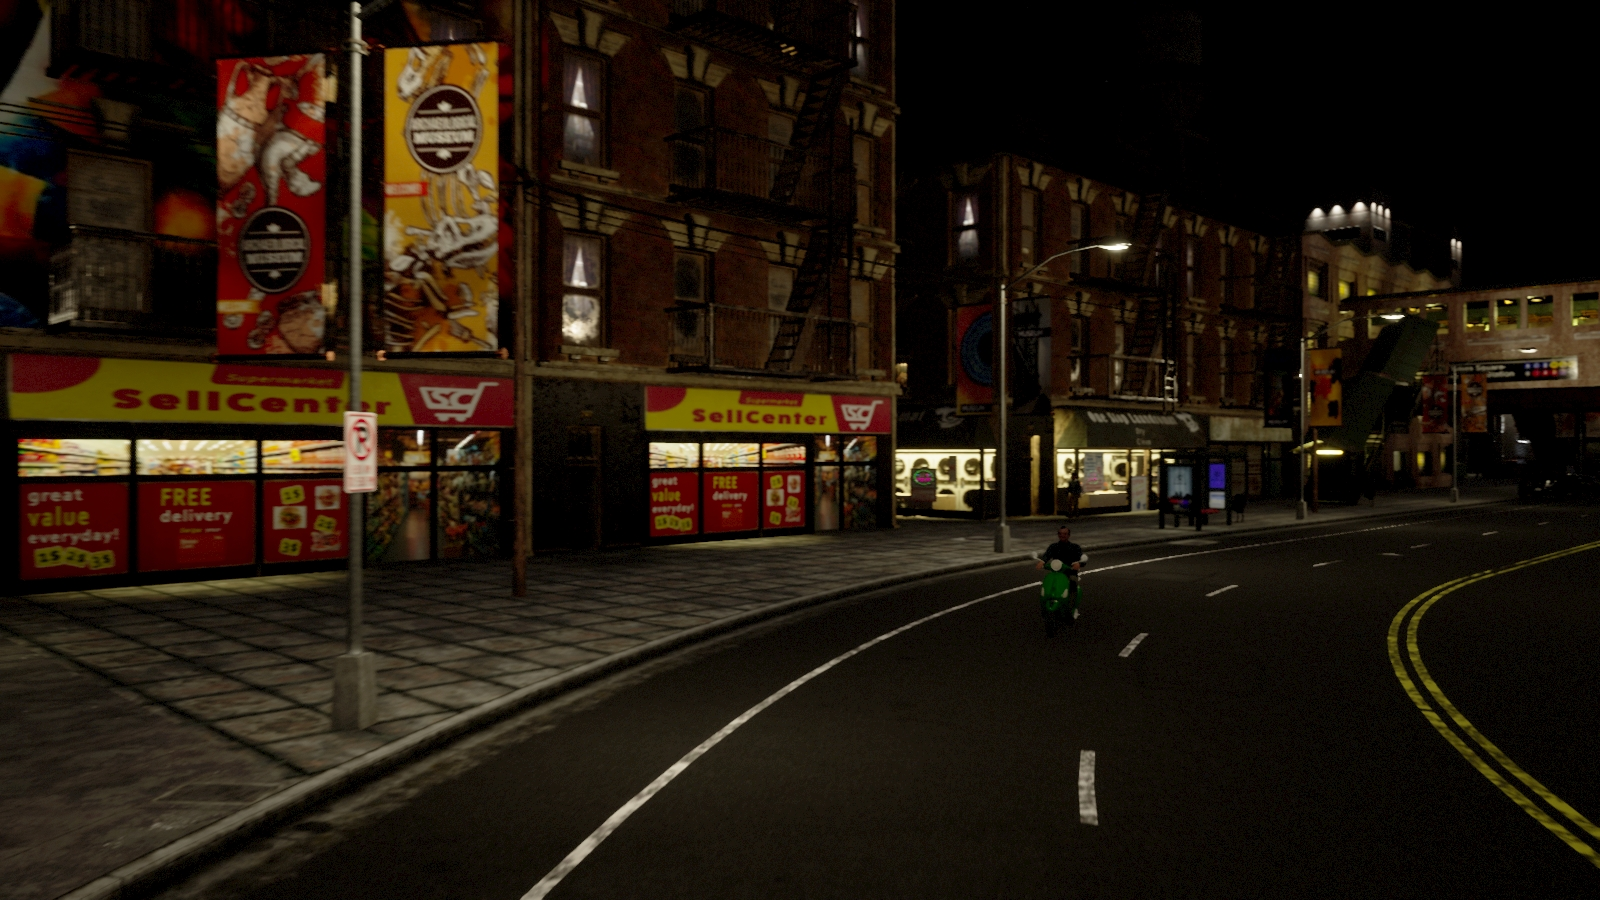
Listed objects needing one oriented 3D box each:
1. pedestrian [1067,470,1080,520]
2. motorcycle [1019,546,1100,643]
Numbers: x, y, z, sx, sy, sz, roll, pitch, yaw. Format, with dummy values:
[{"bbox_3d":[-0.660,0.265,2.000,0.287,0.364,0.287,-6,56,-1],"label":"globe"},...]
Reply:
[{"bbox_3d":[10.369,1.703,43.300,0.375,1.860,0.375,0,0,38],"label":"pedestrian"},{"bbox_3d":[4.027,2.184,17.626,0.856,1.236,1.805,1,0,25],"label":"motorcycle"}]
